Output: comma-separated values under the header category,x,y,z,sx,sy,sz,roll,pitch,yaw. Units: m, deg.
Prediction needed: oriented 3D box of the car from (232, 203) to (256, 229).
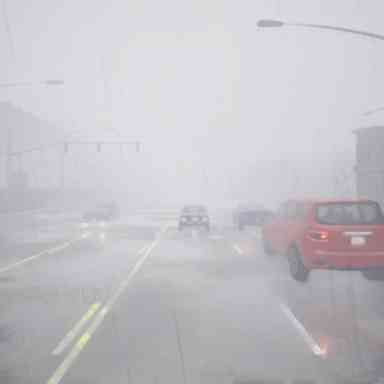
category,x,y,z,sx,sy,sz,roll,pitch,yaw
car,3.632,1.404,20.777,1.882,1.535,5.008,0,0,0

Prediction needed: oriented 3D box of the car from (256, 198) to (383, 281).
category,x,y,z,sx,sy,sz,roll,pitch,yaw
car,3.614,1.181,9.909,2.150,2.045,5.566,0,-1,0

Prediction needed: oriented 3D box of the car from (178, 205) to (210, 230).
category,x,y,z,sx,sy,sz,roll,pitch,yaw
car,0.129,1.474,20.260,2.033,1.411,5.357,0,0,0

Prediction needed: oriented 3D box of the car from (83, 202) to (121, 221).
category,x,y,z,sx,sy,sz,roll,pitch,yaw
car,-6.961,1.502,26.367,2.033,1.411,5.357,0,0,0
